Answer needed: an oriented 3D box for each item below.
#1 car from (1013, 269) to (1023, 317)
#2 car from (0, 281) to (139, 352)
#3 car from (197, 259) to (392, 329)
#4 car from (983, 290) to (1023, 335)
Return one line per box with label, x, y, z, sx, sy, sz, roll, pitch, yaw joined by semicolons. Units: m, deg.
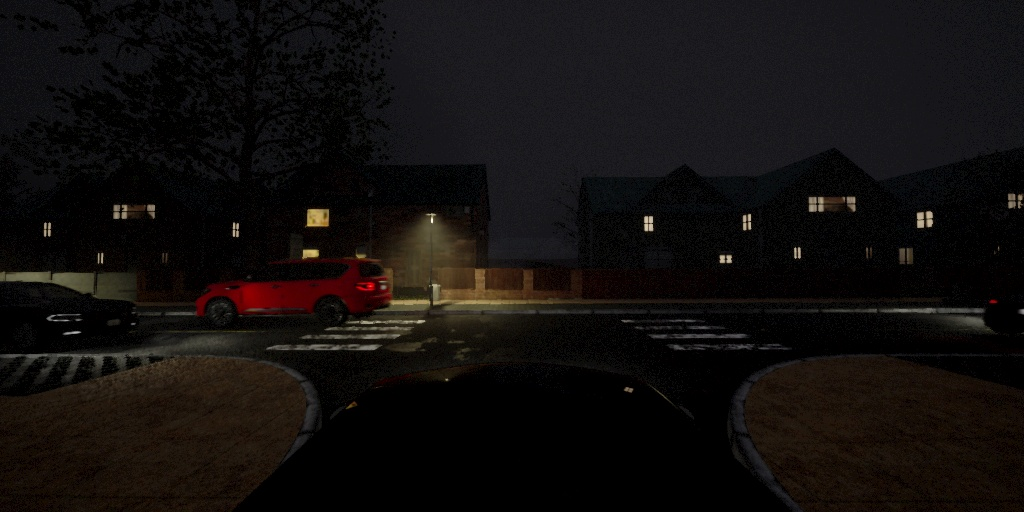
car;18.925;1.150;10.726;5.008;1.535;1.882;0;-1;2
car;-12.108;1.356;8.732;5.008;1.535;1.882;-1;-1;2
car;-6.767;1.121;11.525;5.566;2.045;2.150;-1;-1;2
car;13.514;1.205;7.940;4.181;1.385;1.994;0;-1;2
